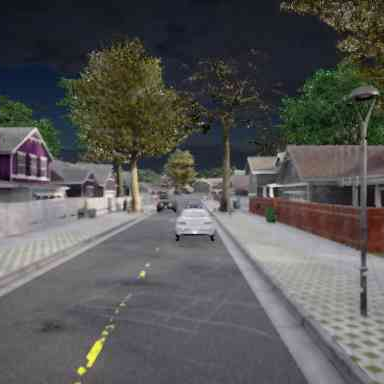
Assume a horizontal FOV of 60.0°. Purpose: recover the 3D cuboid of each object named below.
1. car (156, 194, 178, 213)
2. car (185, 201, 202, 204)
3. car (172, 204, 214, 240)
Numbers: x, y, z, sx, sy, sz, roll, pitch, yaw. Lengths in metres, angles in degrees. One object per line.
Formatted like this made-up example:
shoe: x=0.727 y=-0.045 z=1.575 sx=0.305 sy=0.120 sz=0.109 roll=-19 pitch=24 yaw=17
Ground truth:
car: x=-2.730 y=1.274 z=37.723 sx=2.150 sy=2.045 sz=5.566 roll=0 pitch=0 yaw=1
car: x=0.184 y=1.656 z=38.583 sx=1.895 sy=1.301 sz=4.718 roll=0 pitch=0 yaw=0
car: x=0.137 y=1.538 z=16.990 sx=1.812 sy=1.442 sz=4.674 roll=0 pitch=0 yaw=0
